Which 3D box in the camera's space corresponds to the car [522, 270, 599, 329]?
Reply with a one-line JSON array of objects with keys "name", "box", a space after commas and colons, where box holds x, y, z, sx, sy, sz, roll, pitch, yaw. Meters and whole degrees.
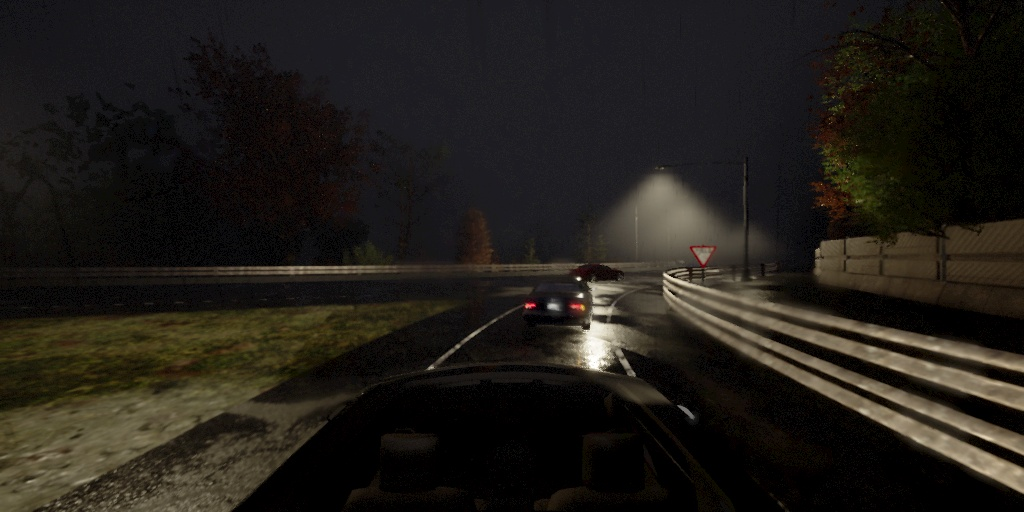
[{"name": "car", "box": [1.649, 1.343, 11.535, 2.033, 1.411, 5.357, 0, 0, 14]}]

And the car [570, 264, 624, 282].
[{"name": "car", "box": [6.882, 1.359, 28.896, 5.008, 1.535, 1.882, 0, 0, -34]}]
